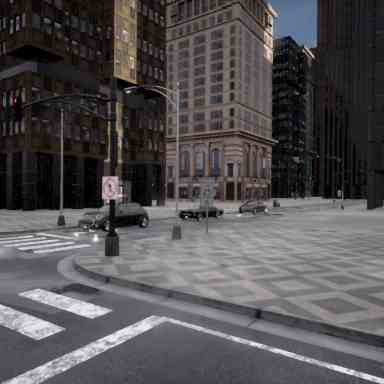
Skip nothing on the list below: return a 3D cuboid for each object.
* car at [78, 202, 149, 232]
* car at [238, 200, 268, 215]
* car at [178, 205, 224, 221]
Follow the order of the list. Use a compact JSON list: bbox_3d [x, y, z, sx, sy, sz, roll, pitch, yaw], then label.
[{"bbox_3d":[-4.831,1.431,20.906,2.097,1.767,4.553,1,0,35],"label":"car"},{"bbox_3d":[6.955,1.706,37.586,1.837,1.490,4.892,1,0,35],"label":"car"},{"bbox_3d":[0.822,1.741,28.919,1.895,1.301,4.718,1,0,35],"label":"car"}]
